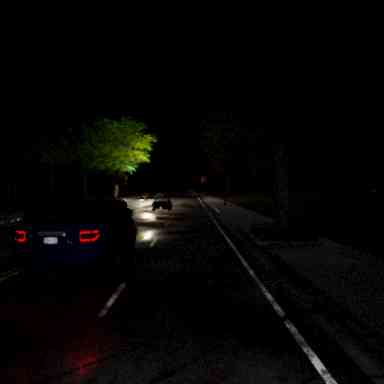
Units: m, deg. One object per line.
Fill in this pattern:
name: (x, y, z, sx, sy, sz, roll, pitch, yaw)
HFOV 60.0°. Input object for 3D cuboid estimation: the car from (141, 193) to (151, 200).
car: (-9.798, 0.882, 71.034, 1.812, 1.442, 4.674, 0, 1, 0)

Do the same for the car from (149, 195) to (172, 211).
car: (-3.174, 1.304, 36.138, 1.895, 1.301, 4.718, 0, 1, 0)

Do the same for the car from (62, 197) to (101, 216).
car: (-9.868, 1.238, 30.257, 1.882, 1.535, 5.008, 0, 1, 0)

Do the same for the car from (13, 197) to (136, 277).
car: (-3.157, 1.156, 10.122, 2.150, 2.045, 5.566, 0, 0, 0)

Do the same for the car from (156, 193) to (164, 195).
car: (-6.546, 0.915, 68.802, 2.033, 1.411, 5.357, 0, 1, 0)

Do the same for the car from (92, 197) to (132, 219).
car: (-6.617, 1.274, 28.068, 2.128, 1.511, 4.902, 0, 1, 0)
